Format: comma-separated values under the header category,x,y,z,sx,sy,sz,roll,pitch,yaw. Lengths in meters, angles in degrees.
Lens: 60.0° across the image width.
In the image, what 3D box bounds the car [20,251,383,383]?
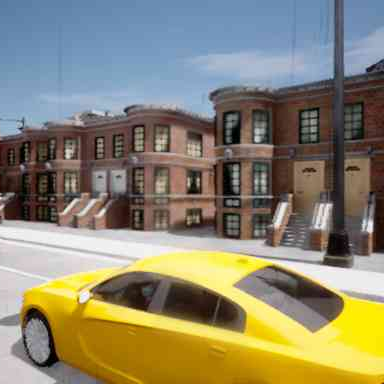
category,x,y,z,sx,sy,sz,roll,pitch,yaw
car,-0.133,1.493,4.101,5.008,1.535,1.882,0,0,35
